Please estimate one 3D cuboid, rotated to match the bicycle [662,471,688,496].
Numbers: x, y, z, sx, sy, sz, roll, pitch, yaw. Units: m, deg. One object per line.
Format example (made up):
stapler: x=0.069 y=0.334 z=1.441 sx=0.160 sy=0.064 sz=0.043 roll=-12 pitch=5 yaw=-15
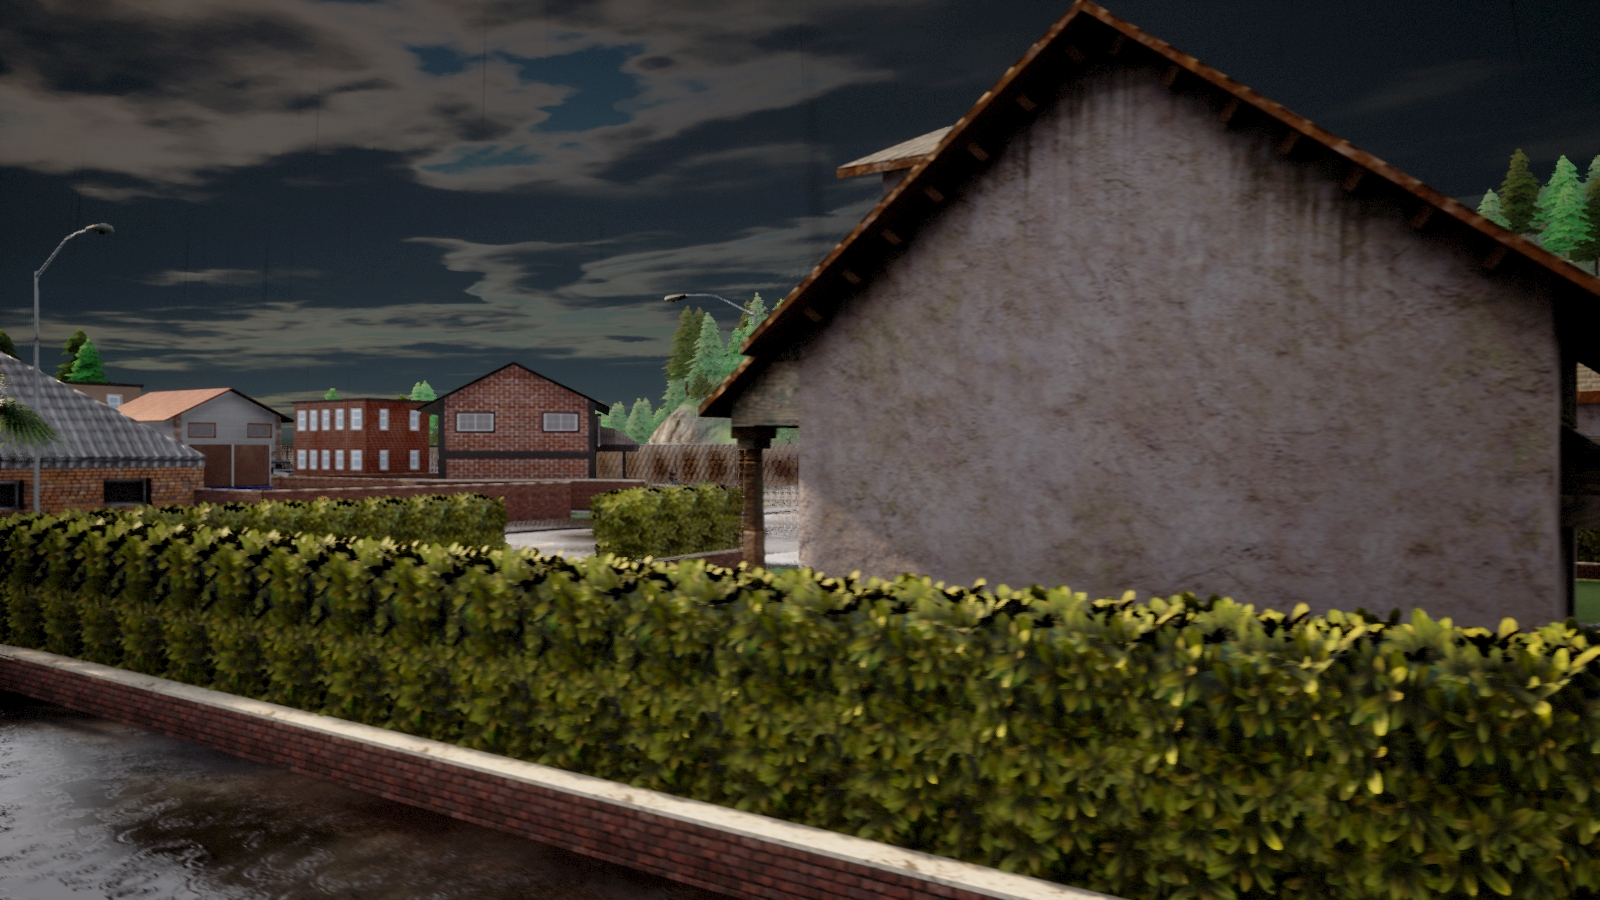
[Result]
bicycle: x=-7.717 y=2.064 z=70.279 sx=1.835 sy=1.471 sz=0.329 roll=0 pitch=0 yaw=35
